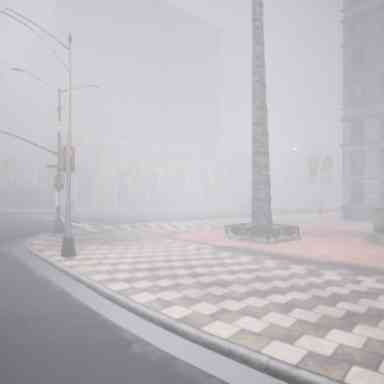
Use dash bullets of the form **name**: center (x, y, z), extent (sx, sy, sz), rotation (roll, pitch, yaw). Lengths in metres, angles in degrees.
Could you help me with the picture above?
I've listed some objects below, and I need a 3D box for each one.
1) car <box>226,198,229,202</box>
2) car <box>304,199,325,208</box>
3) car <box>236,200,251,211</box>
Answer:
- **car**: center (10.686, 2.292, 93.035), extent (1.895, 1.301, 4.718), rotation (1, 0, -39)
- **car**: center (21.672, 1.954, 58.832), extent (4.892, 1.490, 1.837), rotation (1, 0, -39)
- **car**: center (8.399, 1.906, 48.162), extent (4.674, 1.442, 1.812), rotation (1, 0, -39)
